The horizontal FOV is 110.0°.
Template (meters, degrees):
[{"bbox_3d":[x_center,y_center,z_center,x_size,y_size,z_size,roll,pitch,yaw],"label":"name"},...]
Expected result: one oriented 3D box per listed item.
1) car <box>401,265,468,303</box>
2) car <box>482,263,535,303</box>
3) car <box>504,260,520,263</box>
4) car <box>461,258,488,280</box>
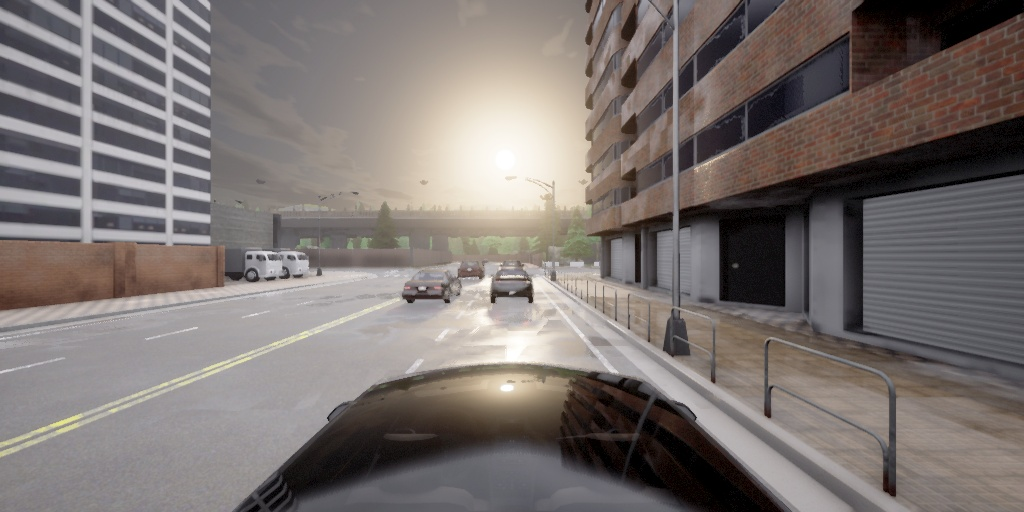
[{"bbox_3d":[-3.500,1.312,16.500,2.033,1.411,5.357,0,0,0],"label":"car"},{"bbox_3d":[0.000,1.244,16.500,2.128,1.511,4.902,0,0,0],"label":"car"},{"bbox_3d":[0.000,1.115,31.470,2.097,1.767,4.553,0,0,0],"label":"car"},{"bbox_3d":[-3.500,1.115,31.470,2.097,1.767,4.553,0,0,0],"label":"car"}]
